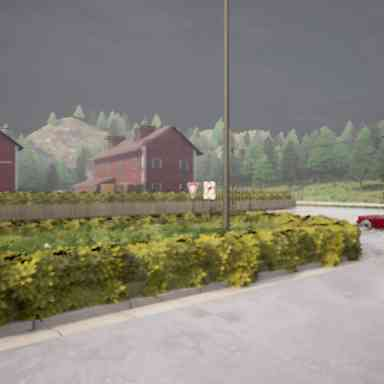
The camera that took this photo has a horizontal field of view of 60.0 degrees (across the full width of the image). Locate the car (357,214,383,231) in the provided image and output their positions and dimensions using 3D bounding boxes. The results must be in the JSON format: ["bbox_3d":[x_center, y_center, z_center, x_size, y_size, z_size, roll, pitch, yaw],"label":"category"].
[{"bbox_3d":[11.358,1.608,18.040,1.895,1.301,4.718,0,0,-17],"label":"car"}]
